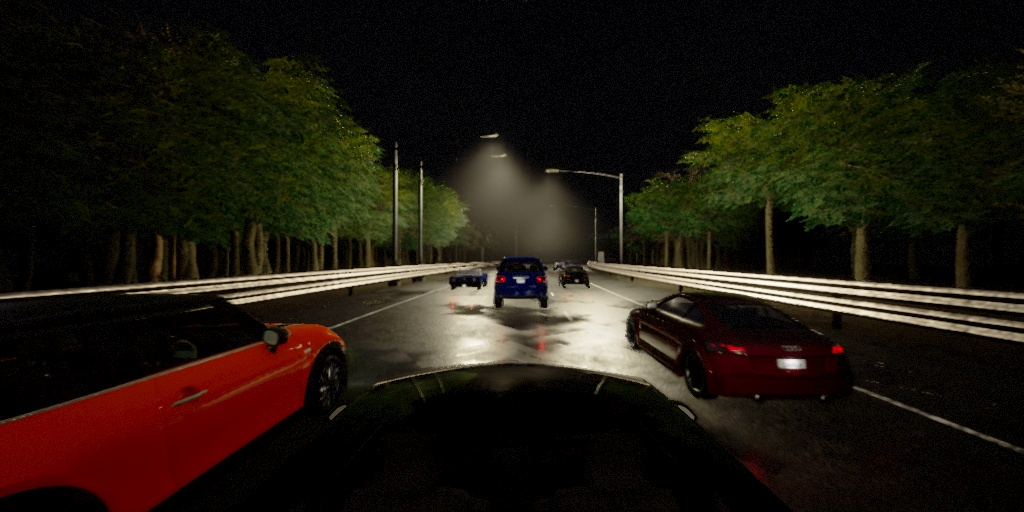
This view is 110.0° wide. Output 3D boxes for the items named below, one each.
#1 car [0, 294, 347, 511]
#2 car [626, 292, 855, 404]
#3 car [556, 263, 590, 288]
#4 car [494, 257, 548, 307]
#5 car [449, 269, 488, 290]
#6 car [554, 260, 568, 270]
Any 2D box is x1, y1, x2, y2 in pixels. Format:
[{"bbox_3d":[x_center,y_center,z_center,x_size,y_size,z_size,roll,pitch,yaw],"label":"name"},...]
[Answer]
[{"bbox_3d":[-3.352,1.110,3.173,2.097,1.767,4.553,0,0,0],"label":"car"},{"bbox_3d":[3.564,1.345,6.530,1.994,1.385,4.181,0,0,1],"label":"car"},{"bbox_3d":[4.304,1.419,25.223,1.812,1.442,4.674,0,0,4],"label":"car"},{"bbox_3d":[0.439,1.058,16.185,2.150,2.045,5.566,0,0,2],"label":"car"},{"bbox_3d":[-2.706,1.480,23.534,1.895,1.301,4.718,0,0,3],"label":"car"},{"bbox_3d":[7.747,1.680,58.319,1.895,1.301,4.718,0,0,8],"label":"car"}]
